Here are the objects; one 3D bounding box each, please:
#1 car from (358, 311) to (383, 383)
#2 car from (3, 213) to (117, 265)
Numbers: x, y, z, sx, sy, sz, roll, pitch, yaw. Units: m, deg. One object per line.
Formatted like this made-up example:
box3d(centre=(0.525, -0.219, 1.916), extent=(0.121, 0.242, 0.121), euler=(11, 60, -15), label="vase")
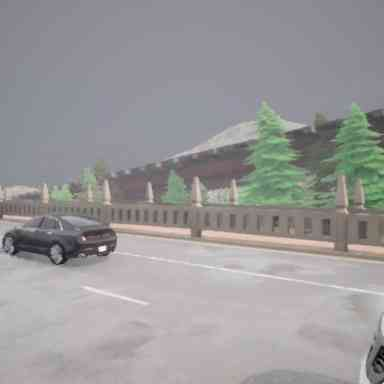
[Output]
box3d(centre=(3.751, 1.225, 1.316), extent=(5.566, 2.045, 2.150), euler=(0, 0, 35), label="car")
box3d(centre=(-4.734, 1.497, 11.666), extent=(4.892, 1.490, 1.837), euler=(0, 0, 36), label="car")
